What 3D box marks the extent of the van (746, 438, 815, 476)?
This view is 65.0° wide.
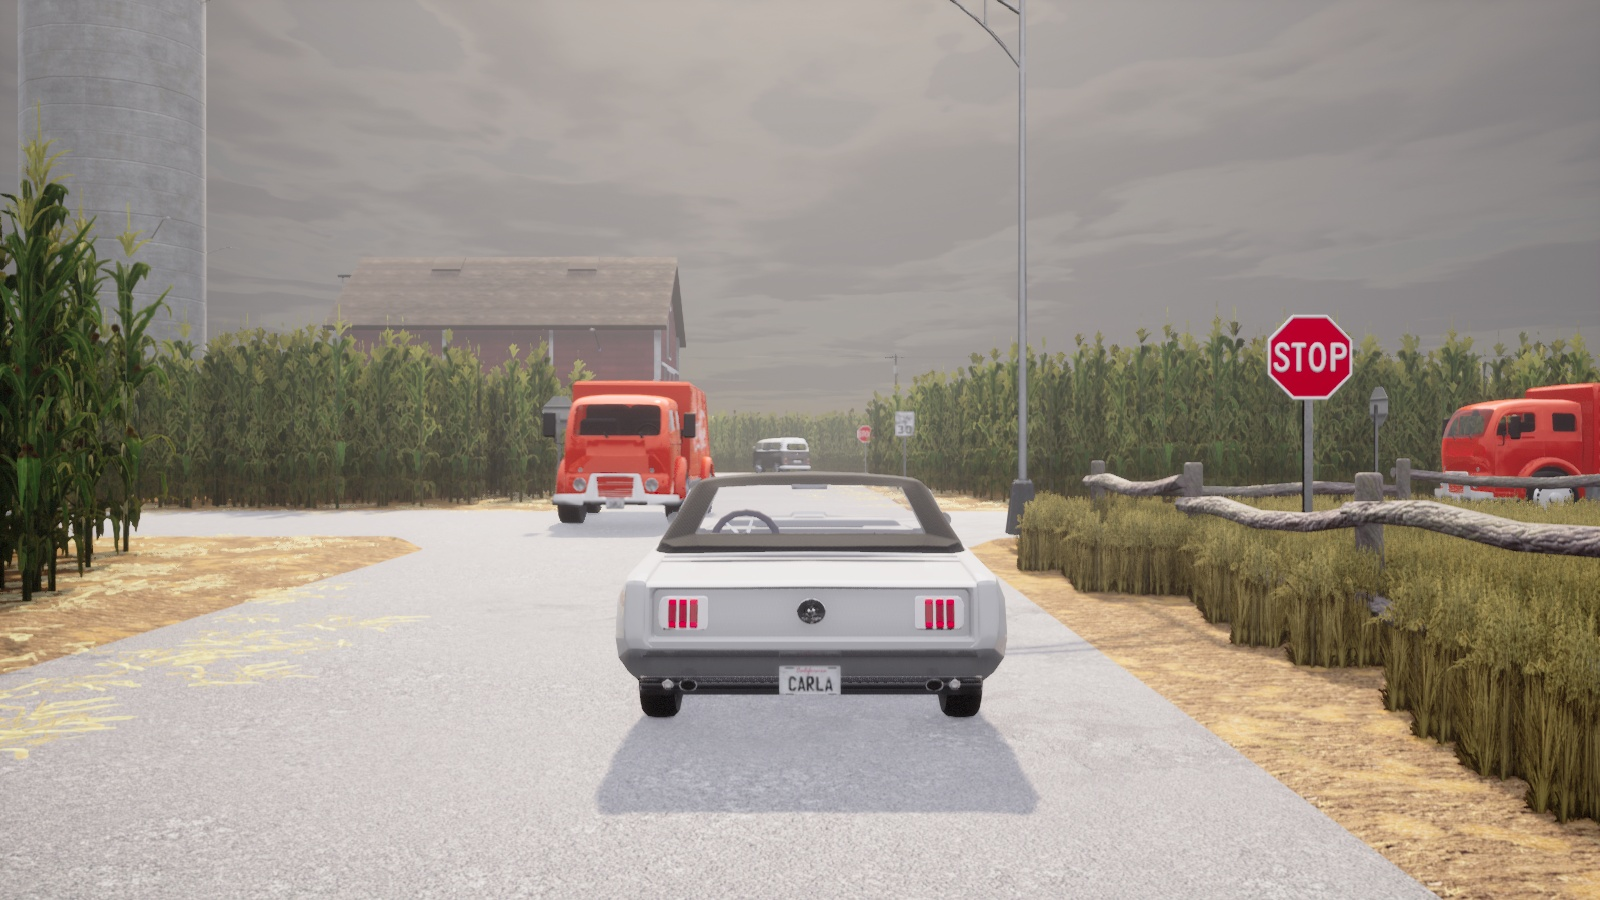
[{"bbox_3d":[-1.118,0.370,69.507,2.069,2.038,4.480,1,0,-26],"label":"van"}]

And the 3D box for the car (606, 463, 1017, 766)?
[{"bbox_3d":[0.061,0.784,8.142,1.895,1.301,4.718,0,1,0],"label":"car"}]

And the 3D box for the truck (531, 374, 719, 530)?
[{"bbox_3d":[-2.957,0.007,22.651,2.627,2.467,5.204,0,1,0],"label":"truck"}]

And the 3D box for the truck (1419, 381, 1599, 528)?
[{"bbox_3d":[14.397,0.096,22.593,5.204,2.467,2.627,1,0,0],"label":"truck"}]
